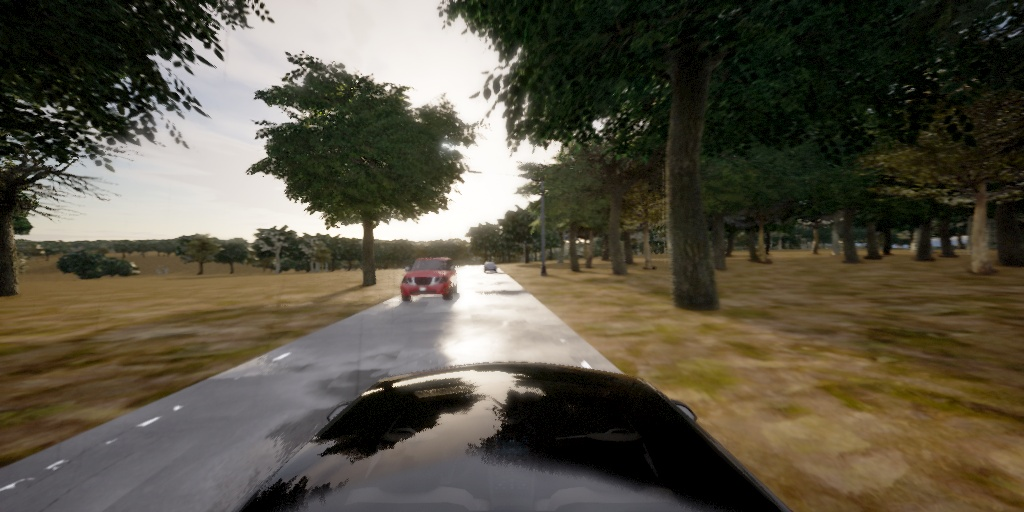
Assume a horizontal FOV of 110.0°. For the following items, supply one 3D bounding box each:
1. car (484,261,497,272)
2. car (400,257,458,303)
[{"bbox_3d":[-3.217,1.682,53.477,1.994,1.385,4.181,-1,0,-4],"label":"car"},{"bbox_3d":[-3.969,1.078,18.032,2.150,2.045,5.566,-1,-1,-4],"label":"car"}]
